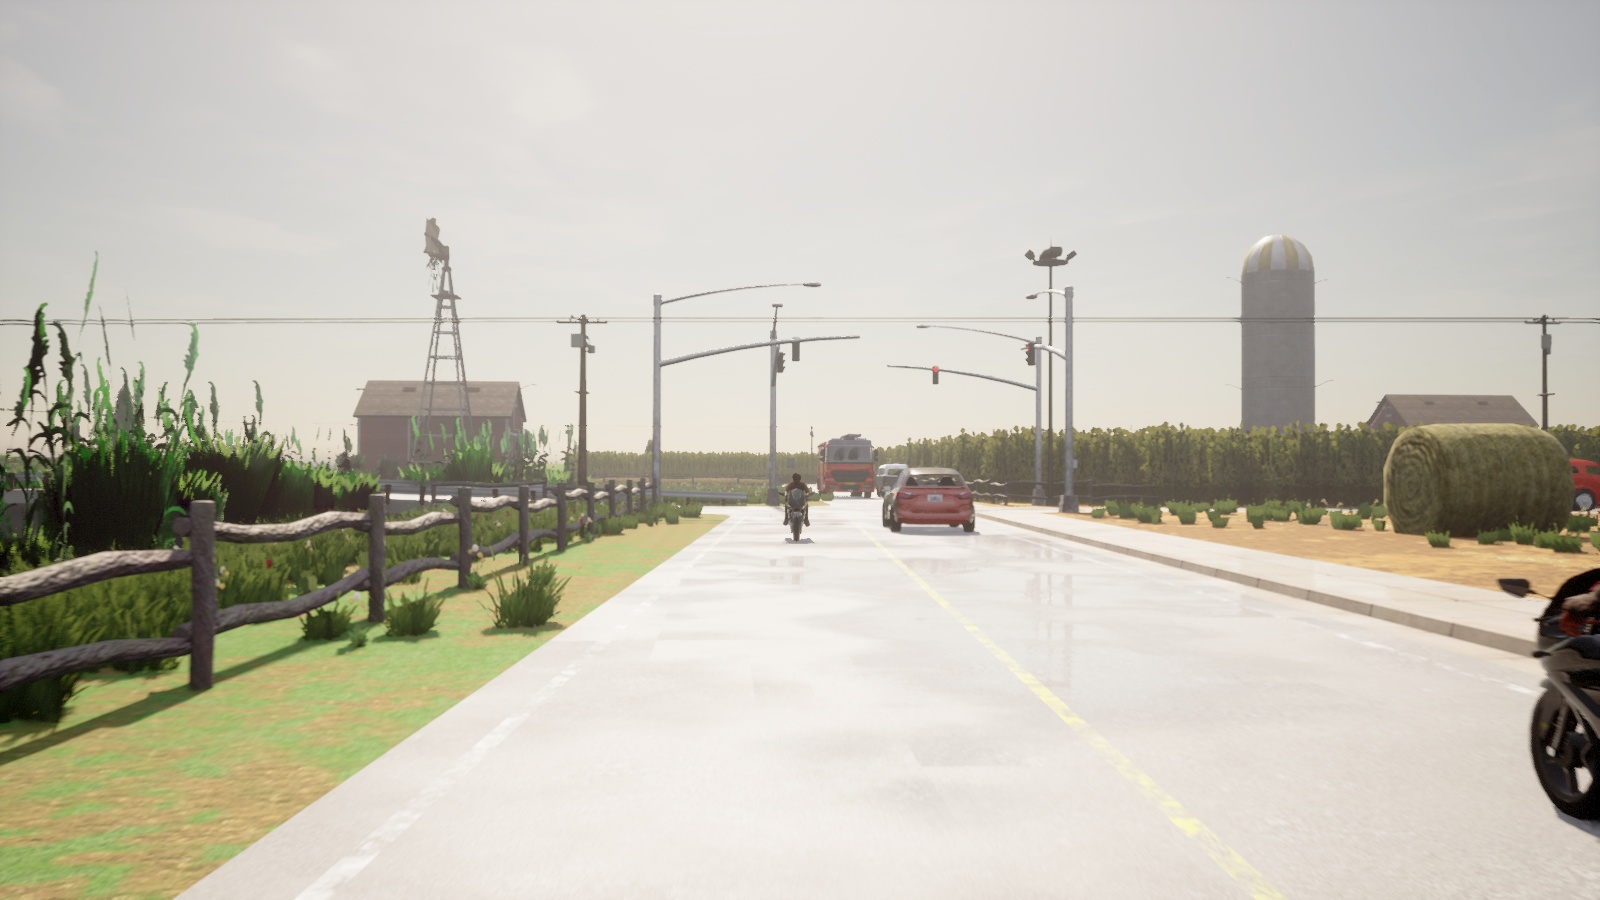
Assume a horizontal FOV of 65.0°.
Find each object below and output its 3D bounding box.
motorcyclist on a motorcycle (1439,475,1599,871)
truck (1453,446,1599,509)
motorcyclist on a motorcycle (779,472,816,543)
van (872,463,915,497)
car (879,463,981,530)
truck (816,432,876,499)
[{"bbox_3d":[3.488,0.867,5.027,0.797,1.523,2.044,0,-1,0],"label":"motorcyclist on a motorcycle"},{"bbox_3d":[29.931,1.101,51.234,5.204,2.467,2.627,0,-1,-3],"label":"truck"},{"bbox_3d":[-0.066,1.270,28.248,0.797,1.523,2.044,0,-1,0],"label":"motorcyclist on a motorcycle"},{"bbox_3d":[5.760,1.851,77.720,2.069,2.038,4.480,0,-1,-3],"label":"van"},{"bbox_3d":[3.424,1.214,33.987,2.242,1.667,4.611,0,-1,0],"label":"car"},{"bbox_3d":[2.718,0.954,76.439,2.891,3.827,8.468,0,-1,-3],"label":"truck"}]
